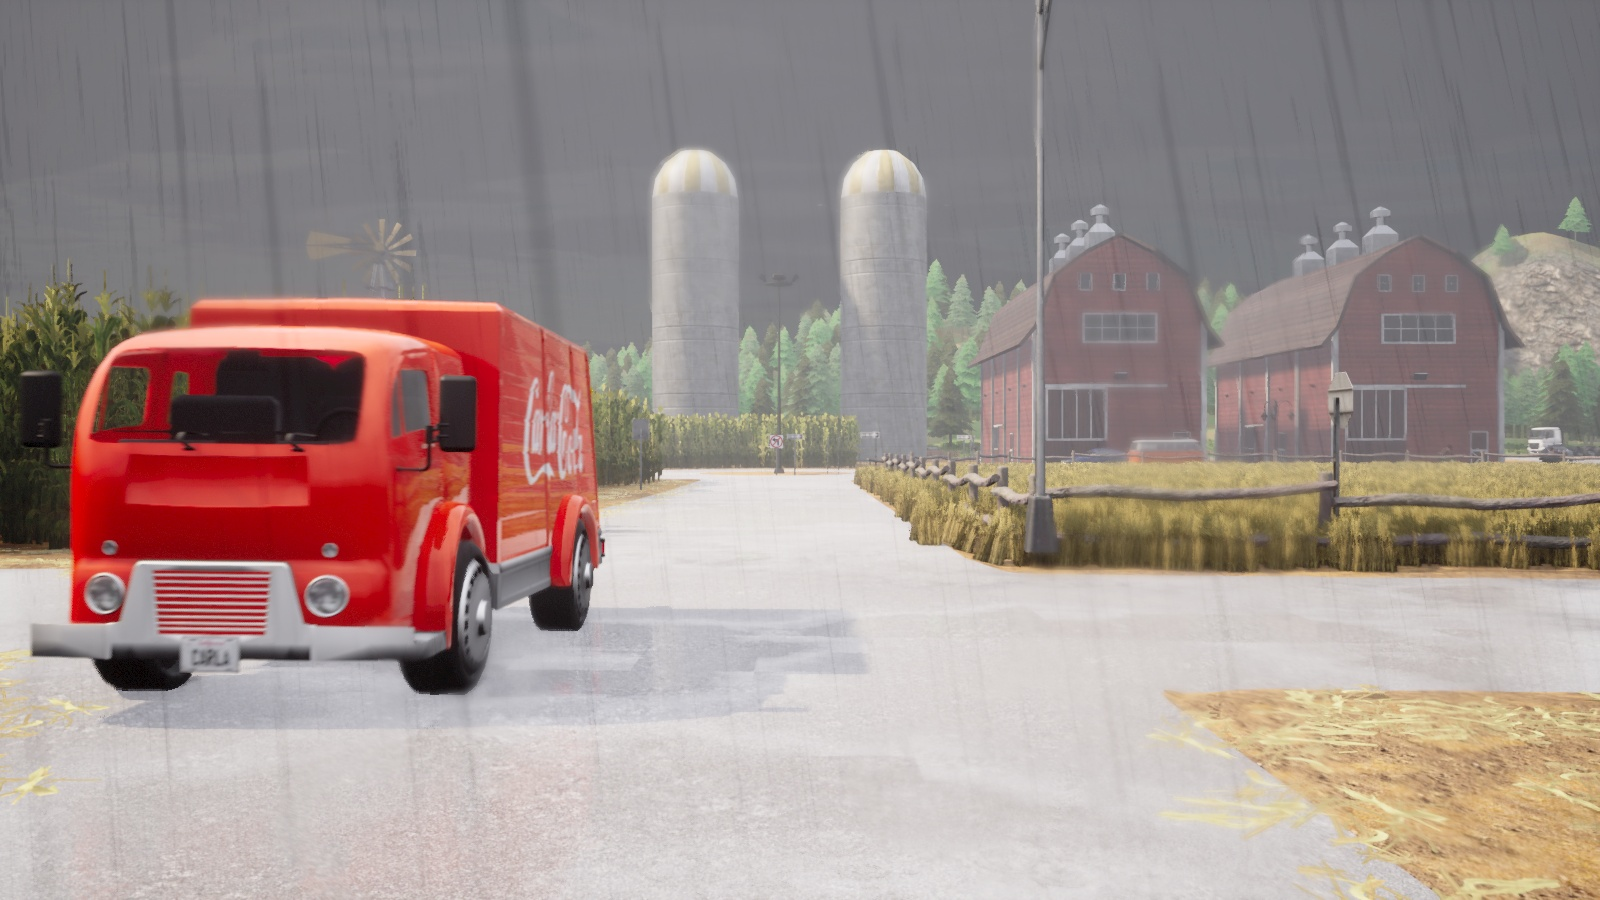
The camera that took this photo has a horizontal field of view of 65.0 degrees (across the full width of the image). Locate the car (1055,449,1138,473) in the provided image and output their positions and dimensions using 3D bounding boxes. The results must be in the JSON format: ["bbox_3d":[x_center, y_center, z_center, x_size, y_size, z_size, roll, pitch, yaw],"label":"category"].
[{"bbox_3d":[18.288,0.668,77.657,4.674,1.442,1.812,0,0,-3],"label":"car"}]

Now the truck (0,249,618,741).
[{"bbox_3d":[-3.027,0.222,8.977,2.627,2.467,5.204,1,0,0],"label":"truck"}]

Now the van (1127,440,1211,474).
[{"bbox_3d":[21.817,0.414,74.356,4.442,1.987,1.775,0,0,-3],"label":"van"}]
